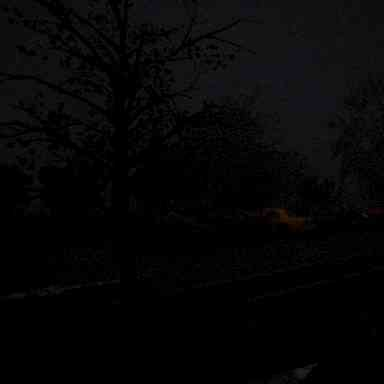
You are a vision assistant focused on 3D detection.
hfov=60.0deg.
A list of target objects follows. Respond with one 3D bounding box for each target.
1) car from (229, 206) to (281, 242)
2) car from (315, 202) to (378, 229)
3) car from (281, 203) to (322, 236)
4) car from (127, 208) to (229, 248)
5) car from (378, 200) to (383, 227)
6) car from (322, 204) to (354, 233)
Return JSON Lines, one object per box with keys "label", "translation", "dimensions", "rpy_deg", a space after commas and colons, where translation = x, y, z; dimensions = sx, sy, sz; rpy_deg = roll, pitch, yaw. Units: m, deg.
{"label": "car", "translation": [1.659, 1.588, 17.081], "dimensions": [4.892, 1.521, 2.231], "rpy_deg": [-1, -1, 35]}
{"label": "car", "translation": [9.954, 1.512, 22.964], "dimensions": [4.553, 1.767, 2.185], "rpy_deg": [-1, -1, 35]}
{"label": "car", "translation": [4.275, 1.603, 19.140], "dimensions": [5.366, 1.575, 1.946], "rpy_deg": [-1, -1, 35]}
{"label": "car", "translation": [-1.124, 1.570, 15.138], "dimensions": [4.892, 1.521, 2.231], "rpy_deg": [-1, -1, 35]}
{"label": "car", "translation": [12.434, 1.526, 24.636], "dimensions": [4.553, 1.767, 2.185], "rpy_deg": [-1, -1, 35]}
{"label": "car", "translation": [7.231, 1.650, 20.978], "dimensions": [4.792, 1.488, 2.163], "rpy_deg": [-1, -1, 35]}
